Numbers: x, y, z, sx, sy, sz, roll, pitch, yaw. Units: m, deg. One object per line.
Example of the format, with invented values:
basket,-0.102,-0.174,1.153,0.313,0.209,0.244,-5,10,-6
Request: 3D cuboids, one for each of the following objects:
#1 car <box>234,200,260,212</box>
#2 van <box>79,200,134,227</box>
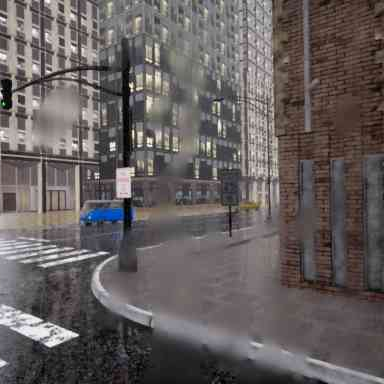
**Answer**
car,6.886,1.688,41.355,1.752,1.417,4.829,-2,-1,36
van,-5.953,1.460,23.448,1.690,1.788,3.998,-2,-1,36
